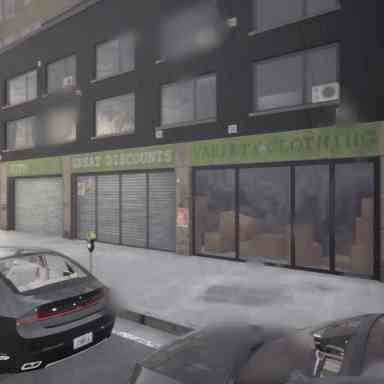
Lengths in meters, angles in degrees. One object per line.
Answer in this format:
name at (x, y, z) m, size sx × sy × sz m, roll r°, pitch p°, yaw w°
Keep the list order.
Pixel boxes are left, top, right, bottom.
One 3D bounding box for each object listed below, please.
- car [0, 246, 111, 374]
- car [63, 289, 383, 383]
car at (-3.090, 1.551, 5.272) m, size 4.403 × 1.369 × 2.008 m, roll 0°, pitch 0°, yaw 35°
car at (1.417, 1.551, 2.077) m, size 4.403 × 1.369 × 2.008 m, roll 0°, pitch 0°, yaw 35°
